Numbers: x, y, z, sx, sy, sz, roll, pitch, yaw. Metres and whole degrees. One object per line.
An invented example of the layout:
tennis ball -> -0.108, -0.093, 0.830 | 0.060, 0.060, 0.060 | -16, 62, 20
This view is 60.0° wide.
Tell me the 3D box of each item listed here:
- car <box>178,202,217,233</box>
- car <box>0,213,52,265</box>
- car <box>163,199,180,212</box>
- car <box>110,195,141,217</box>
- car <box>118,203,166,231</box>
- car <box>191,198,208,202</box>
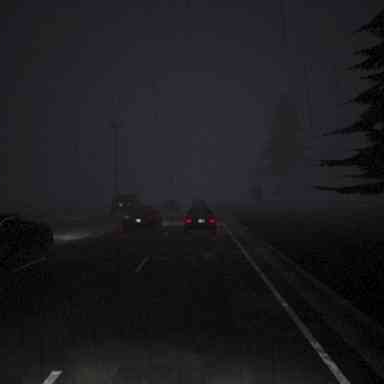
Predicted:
car -> 0.495, 1.579, 19.920 | 2.033, 1.411, 5.357 | 0, 0, 1
car -> -6.664, 1.499, 11.751 | 2.128, 1.511, 4.902 | 0, 0, 1
car -> -2.577, 1.535, 40.588 | 1.882, 1.535, 5.008 | 0, 0, 1
car -> -6.252, 1.260, 32.139 | 2.150, 2.045, 5.566 | 0, 0, 1
car -> -2.986, 1.591, 20.813 | 1.994, 1.385, 4.181 | 0, 0, 1
car -> 0.956, 1.568, 42.449 | 1.837, 1.490, 4.892 | 0, -1, 1
